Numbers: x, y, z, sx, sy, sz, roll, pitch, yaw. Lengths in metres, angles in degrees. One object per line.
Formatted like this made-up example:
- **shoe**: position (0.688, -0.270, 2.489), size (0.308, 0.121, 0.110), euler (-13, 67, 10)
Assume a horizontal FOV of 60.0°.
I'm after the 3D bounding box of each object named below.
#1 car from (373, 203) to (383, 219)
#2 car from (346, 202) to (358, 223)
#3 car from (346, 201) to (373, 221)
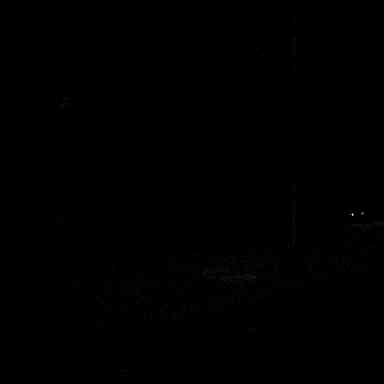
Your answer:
- **car**: position (15.885, 1.581, 29.030), size (1.947, 1.339, 4.313), euler (0, 0, -35)
- **car**: position (9.347, 1.540, 24.374), size (1.947, 1.339, 4.313), euler (0, 0, -35)
- **car**: position (10.885, 1.209, 26.595), size (2.150, 2.045, 5.566), euler (0, 0, -35)
